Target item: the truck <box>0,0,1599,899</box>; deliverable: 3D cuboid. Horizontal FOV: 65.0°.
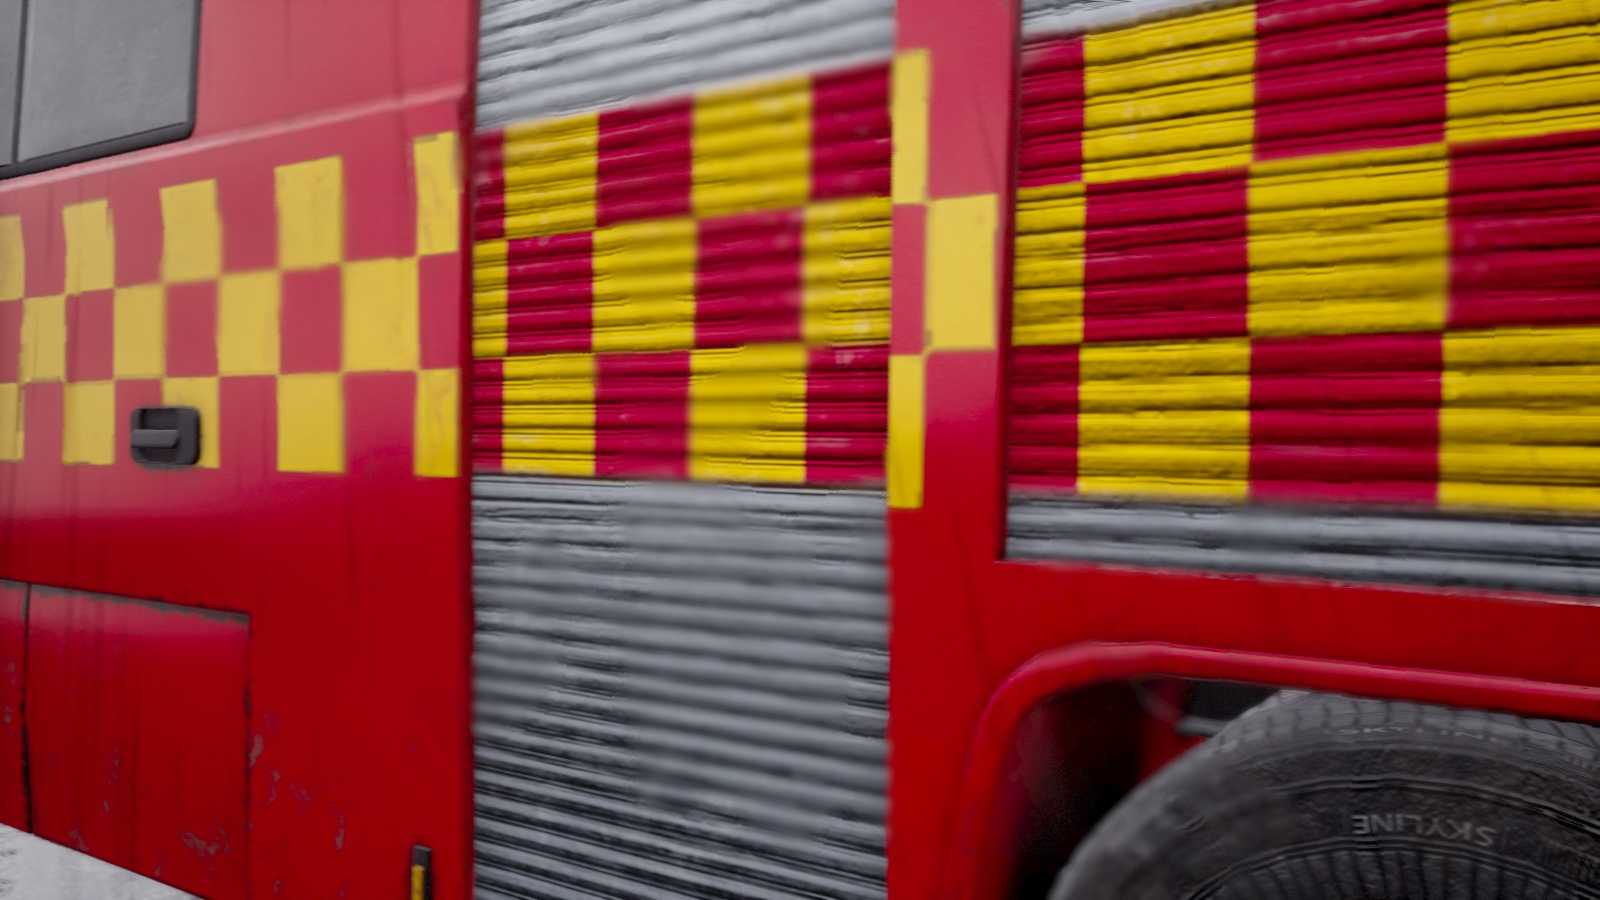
[{"bbox_3d":[-0.934,-0.464,4.222,8.468,3.827,2.891,0,1,34],"label":"truck"}]
